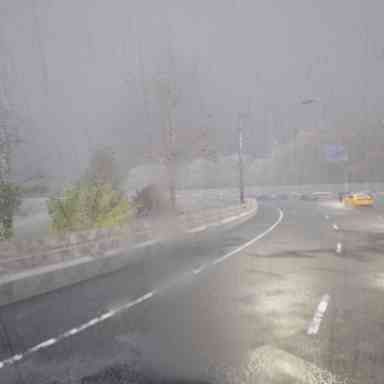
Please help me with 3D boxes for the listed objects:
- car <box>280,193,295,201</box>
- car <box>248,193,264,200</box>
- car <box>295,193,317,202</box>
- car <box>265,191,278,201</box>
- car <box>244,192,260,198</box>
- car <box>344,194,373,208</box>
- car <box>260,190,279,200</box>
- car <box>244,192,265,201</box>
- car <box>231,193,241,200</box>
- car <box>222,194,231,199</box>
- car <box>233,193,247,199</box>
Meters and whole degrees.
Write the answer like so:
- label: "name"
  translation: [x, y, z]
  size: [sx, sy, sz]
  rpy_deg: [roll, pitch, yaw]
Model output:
- label: "car"
  translation: [19.754, 0.985, 68.800]
  size: [2.128, 1.511, 4.902]
  rpy_deg: [-2, 0, -6]
- label: "car"
  translation: [14.891, 1.070, 77.764]
  size: [1.882, 1.535, 5.008]
  rpy_deg: [-2, 0, -13]
- label: "car"
  translation: [20.235, 0.938, 58.082]
  size: [2.128, 1.511, 4.902]
  rpy_deg: [-1, 0, -1]
- label: "car"
  translation: [16.183, 1.110, 69.358]
  size: [1.994, 1.385, 4.181]
  rpy_deg: [-2, 0, -6]
- label: "car"
  translation: [15.924, 0.857, 88.575]
  size: [1.882, 1.535, 5.008]
  rpy_deg: [-2, 0, -18]
- label: "car"
  translation: [18.438, 0.973, 37.031]
  size: [1.882, 1.535, 5.008]
  rpy_deg: [-1, 0, 10]
- label: "car"
  translation: [18.301, 0.724, 78.536]
  size: [2.150, 2.045, 5.566]
  rpy_deg: [-2, 0, -13]
- label: "car"
  translation: [12.737, 1.006, 68.531]
  size: [2.097, 1.767, 4.553]
  rpy_deg: [-2, 0, -6]
- label: "car"
  translation: [11.452, 1.186, 77.129]
  size: [1.837, 1.490, 4.892]
  rpy_deg: [-2, 0, -13]
- label: "car"
  translation: [9.194, 1.116, 86.664]
  size: [1.994, 1.385, 4.181]
  rpy_deg: [-2, 0, -18]
- label: "car"
  translation: [12.559, 0.995, 87.619]
  size: [1.812, 1.442, 4.674]
  rpy_deg: [-2, 0, -18]
